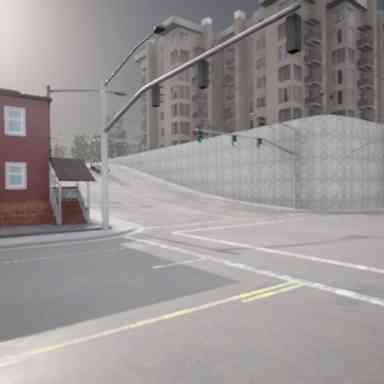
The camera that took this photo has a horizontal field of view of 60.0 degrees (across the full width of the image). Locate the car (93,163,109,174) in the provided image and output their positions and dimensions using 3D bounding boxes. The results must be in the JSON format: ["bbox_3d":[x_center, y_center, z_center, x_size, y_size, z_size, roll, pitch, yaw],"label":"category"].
[{"bbox_3d":[-14.677,-3.832,52.364,2.128,1.511,4.902,-1,13,-36],"label":"car"}]

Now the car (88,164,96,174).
[{"bbox_3d":[-16.005,-3.171,48.093,1.812,1.442,4.674,-1,13,-35],"label":"car"}]
